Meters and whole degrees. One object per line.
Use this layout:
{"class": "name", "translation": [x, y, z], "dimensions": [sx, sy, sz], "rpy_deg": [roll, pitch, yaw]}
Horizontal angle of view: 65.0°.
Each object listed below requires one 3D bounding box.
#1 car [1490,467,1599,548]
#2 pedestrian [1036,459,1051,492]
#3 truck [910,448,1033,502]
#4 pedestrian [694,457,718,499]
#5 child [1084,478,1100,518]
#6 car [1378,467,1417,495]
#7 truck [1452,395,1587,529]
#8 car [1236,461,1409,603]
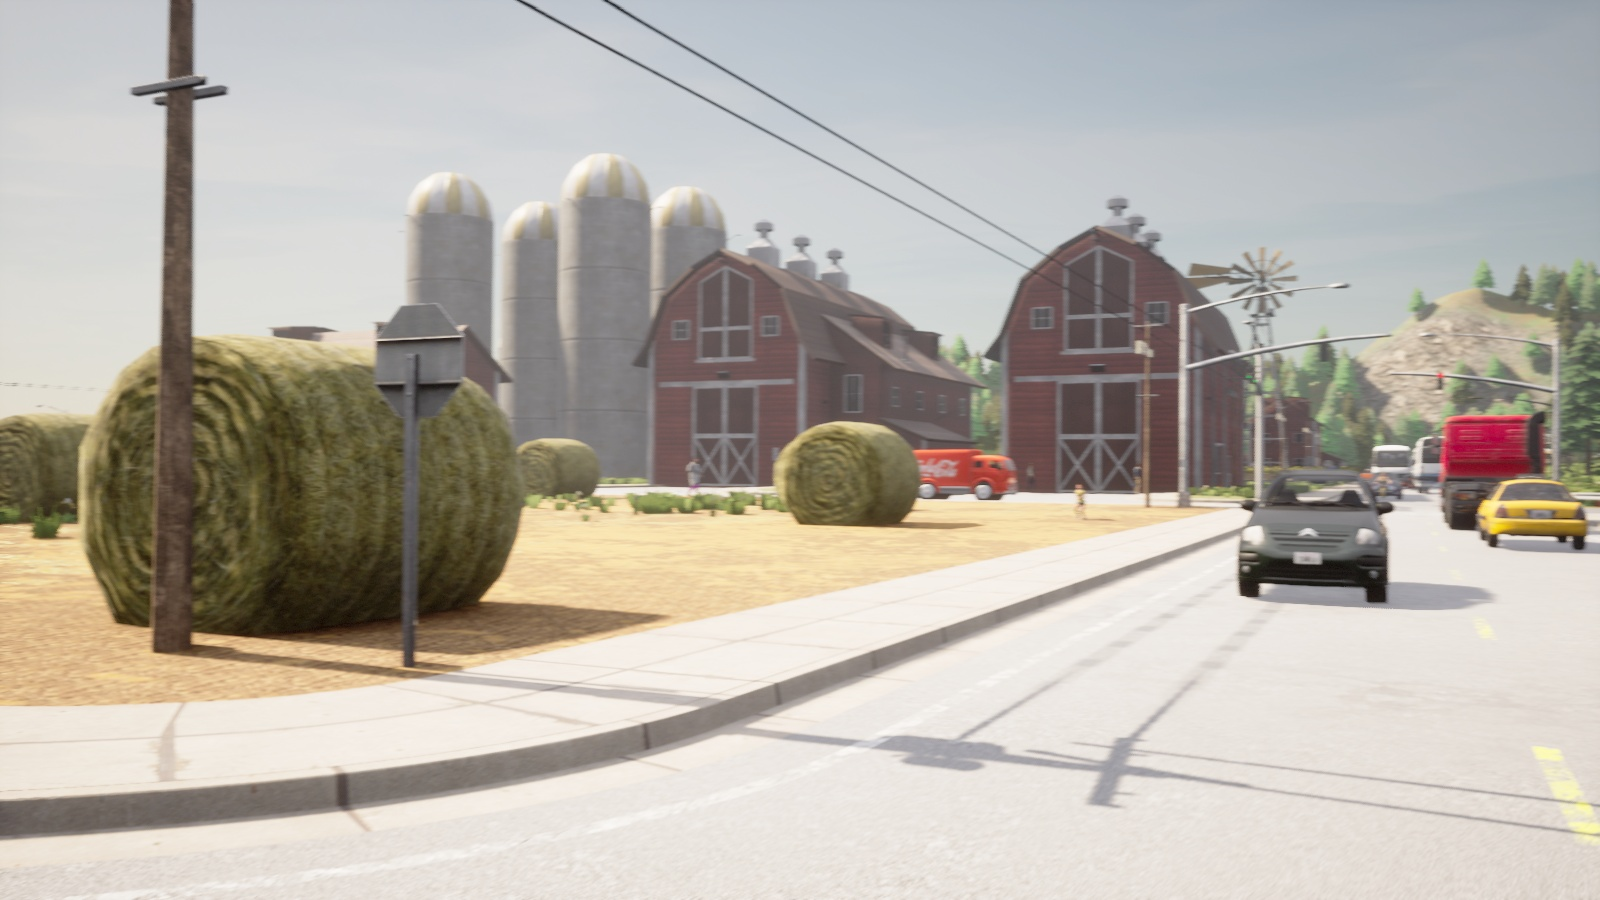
{"class": "car", "translation": [16.179, 1.160, 27.317], "dimensions": [1.801, 1.575, 5.366], "rpy_deg": [0, -1, 26]}
{"class": "pedestrian", "translation": [14.259, 1.500, 73.484], "dimensions": [0.788, 1.949, 0.423], "rpy_deg": [0, -1, 27]}
{"class": "truck", "translation": [8.120, 1.166, 59.444], "dimensions": [5.204, 2.467, 2.627], "rpy_deg": [-1, -1, 25]}
{"class": "pedestrian", "translation": [-4.417, 1.306, 58.954], "dimensions": [0.873, 1.952, 0.659], "rpy_deg": [-1, -1, 37]}
{"class": "child", "translation": [8.224, 1.354, 35.377], "dimensions": [0.255, 1.110, 0.394], "rpy_deg": [-1, -1, 43]}
{"class": "car", "translation": [35.810, 1.836, 75.147], "dimensions": [2.033, 1.649, 4.856], "rpy_deg": [0, -1, 26]}
{"class": "truck", "translation": [20.741, 0.372, 36.603], "dimensions": [2.891, 3.462, 7.936], "rpy_deg": [0, -1, 26]}
{"class": "car", "translation": [6.983, 0.966, 16.557], "dimensions": [1.851, 1.617, 3.988], "rpy_deg": [0, -1, 26]}
